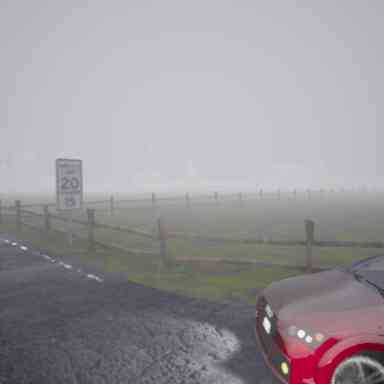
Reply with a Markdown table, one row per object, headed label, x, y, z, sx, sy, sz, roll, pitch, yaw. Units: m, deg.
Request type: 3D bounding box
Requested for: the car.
| label | x | y | z | sx | sy | sz | roll | pitch | yaw |
| --- | --- | --- | --- | --- | --- | --- | --- | --- | --- |
| car | 2.917 | 1.451 | 4.065 | 4.181 | 1.385 | 1.994 | 0 | 1 | 0 |
